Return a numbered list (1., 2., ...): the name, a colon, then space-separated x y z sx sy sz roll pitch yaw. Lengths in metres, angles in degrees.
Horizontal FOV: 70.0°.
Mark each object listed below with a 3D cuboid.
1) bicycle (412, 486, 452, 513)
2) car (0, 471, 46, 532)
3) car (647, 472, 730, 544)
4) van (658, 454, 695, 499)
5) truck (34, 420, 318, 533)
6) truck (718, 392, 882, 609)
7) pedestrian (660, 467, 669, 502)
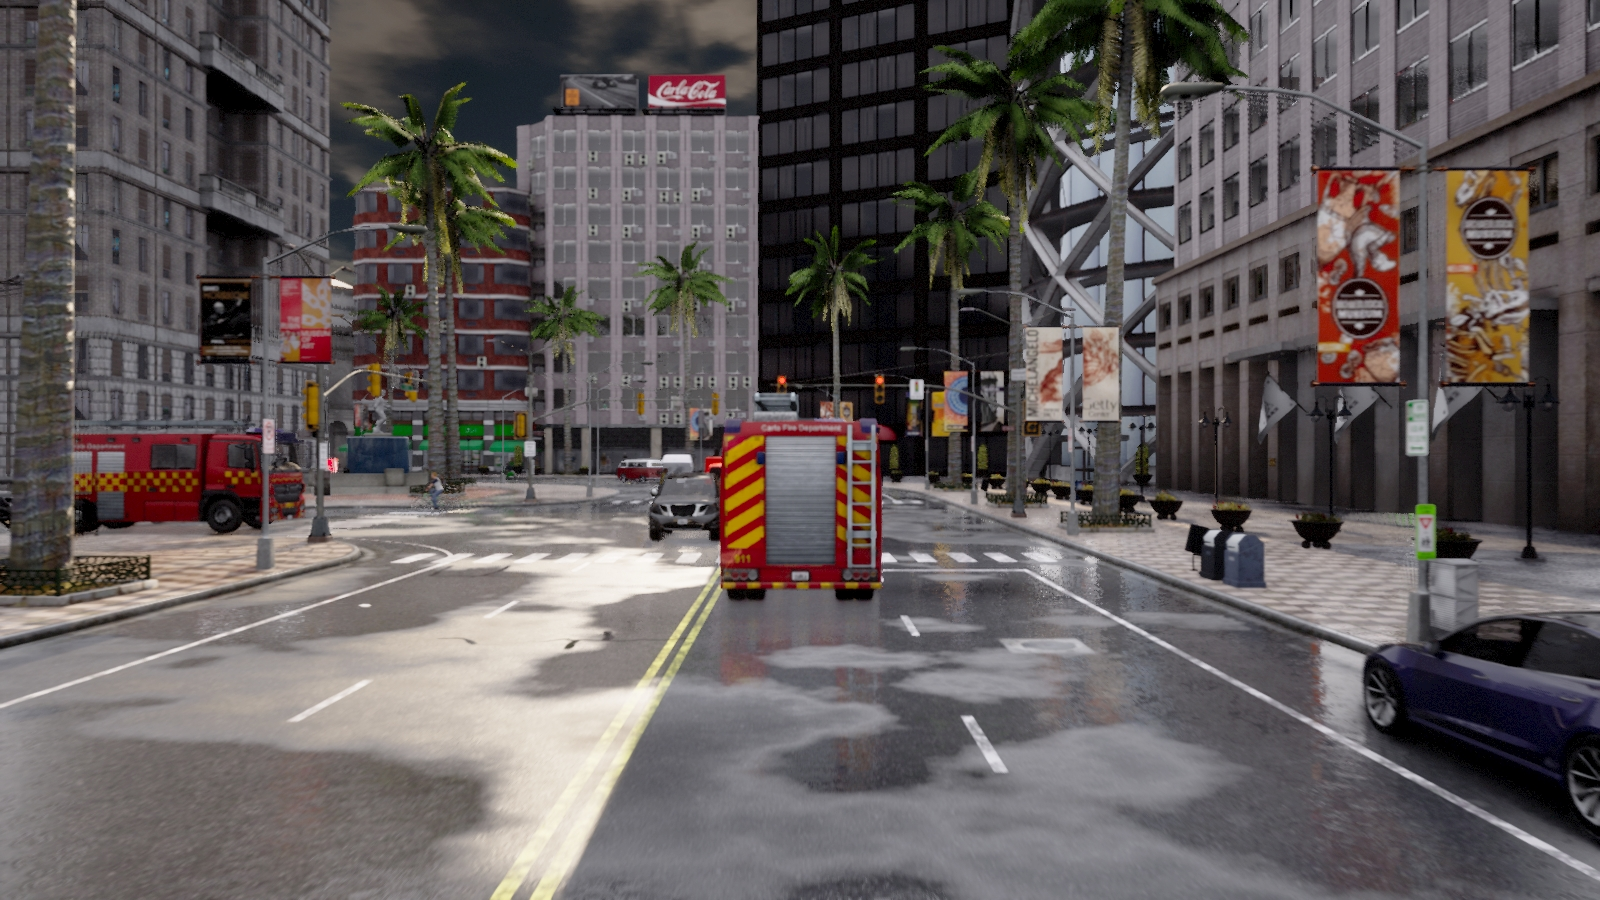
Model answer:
1. bicycle: -16.470 2.206 51.167 1.643 1.196 0.373 0 -1 -9
2. car: -29.883 1.780 39.993 5.566 2.045 2.150 0 0 0
3. car: -3.500 1.780 36.787 2.150 2.045 5.566 0 0 0
4. van: -7.333 1.534 68.343 1.988 2.561 5.915 0 0 -4
5. truck: -21.780 0.891 40.196 8.468 3.827 2.891 0 0 1
6. truck: -0.003 0.891 24.446 2.891 3.827 8.468 0 0 0
7. pedestrian: -7.291 1.849 61.502 0.375 1.860 0.375 0 0 8
